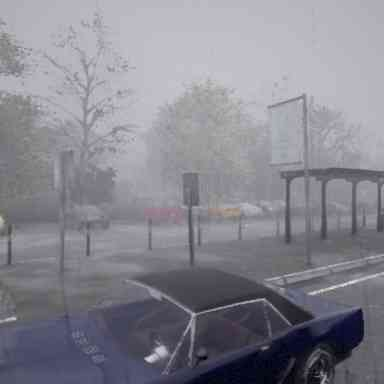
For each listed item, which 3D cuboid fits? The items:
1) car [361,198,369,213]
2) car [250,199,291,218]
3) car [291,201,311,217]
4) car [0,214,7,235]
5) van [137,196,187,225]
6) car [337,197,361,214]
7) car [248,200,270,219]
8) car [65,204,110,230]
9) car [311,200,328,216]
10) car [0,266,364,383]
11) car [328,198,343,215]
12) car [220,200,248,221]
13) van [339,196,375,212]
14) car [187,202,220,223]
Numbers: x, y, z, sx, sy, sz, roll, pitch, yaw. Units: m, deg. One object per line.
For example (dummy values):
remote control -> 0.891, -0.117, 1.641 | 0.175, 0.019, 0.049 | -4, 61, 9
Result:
car -> 17.790, 1.749, 39.461 | 2.163, 1.488, 4.792 | 0, 0, -36
car -> 6.501, 1.502, 31.391 | 2.185, 1.767, 4.553 | 0, 0, -36
car -> 8.774, 1.646, 32.984 | 2.097, 1.535, 5.008 | 0, 0, -36
car -> -11.435, 1.489, 18.298 | 1.946, 1.575, 5.366 | 0, 0, -36
van -> -2.579, 1.333, 25.002 | 1.878, 1.987, 4.442 | 0, 0, -36
car -> 15.656, 1.698, 37.670 | 1.946, 1.575, 5.366 | 0, 0, -36
car -> 4.263, 1.650, 29.749 | 2.002, 1.452, 4.674 | 0, 0, -36
car -> -7.010, 1.555, 21.654 | 2.163, 1.488, 4.792 | 0, 0, -36
car -> 11.038, 1.665, 34.589 | 2.231, 1.521, 4.892 | 0, 0, -36
car -> -0.268, 1.611, 3.495 | 4.718, 1.301, 1.895 | 0, 0, -35
car -> 13.274, 1.712, 36.231 | 2.163, 1.488, 4.792 | 0, 0, -36
car -> 2.007, 1.593, 28.132 | 2.097, 1.535, 5.008 | 0, 0, -36
van -> 20.132, 1.513, 40.956 | 1.878, 1.987, 4.442 | 0, 0, -36
car -> -0.253, 1.616, 26.518 | 2.002, 1.452, 4.674 | 0, 0, -36
